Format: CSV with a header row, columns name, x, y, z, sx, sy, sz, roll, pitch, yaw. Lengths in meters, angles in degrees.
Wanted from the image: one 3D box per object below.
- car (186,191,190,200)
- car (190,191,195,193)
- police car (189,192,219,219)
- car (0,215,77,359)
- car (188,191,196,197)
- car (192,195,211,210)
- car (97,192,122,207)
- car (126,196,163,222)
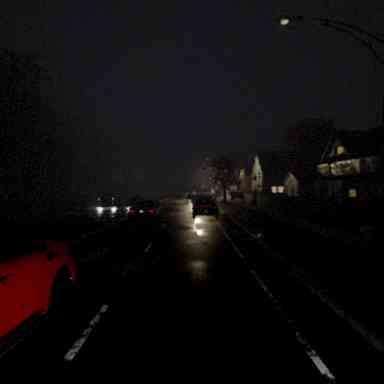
name,x,y,z,sx,sy,sz,roll,pitch,yaw
car,-0.017,0.698,59.857,2.033,1.411,5.357,0,1,0
car,0.957,0.933,41.133,1.837,1.490,4.892,0,1,0
police car,0.964,1.077,25.243,1.930,1.638,5.238,0,1,0
car,-3.151,1.172,3.657,2.150,2.045,5.566,0,1,0
car,-0.031,0.386,76.409,1.895,1.301,4.718,0,1,0
car,0.961,1.039,35.134,1.812,1.442,4.674,0,1,0
car,-9.834,0.795,39.977,2.097,1.767,4.553,0,1,0
car,-3.160,1.227,23.255,2.033,1.411,5.357,0,1,0
